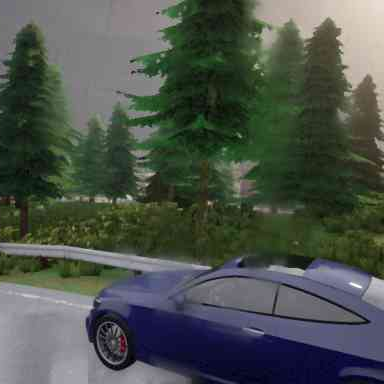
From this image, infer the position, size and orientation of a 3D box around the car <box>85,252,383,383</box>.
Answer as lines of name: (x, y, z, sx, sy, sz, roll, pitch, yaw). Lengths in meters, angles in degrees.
car: (0.797, 1.499, 4.071, 4.674, 1.442, 1.812, 1, 1, 31)
